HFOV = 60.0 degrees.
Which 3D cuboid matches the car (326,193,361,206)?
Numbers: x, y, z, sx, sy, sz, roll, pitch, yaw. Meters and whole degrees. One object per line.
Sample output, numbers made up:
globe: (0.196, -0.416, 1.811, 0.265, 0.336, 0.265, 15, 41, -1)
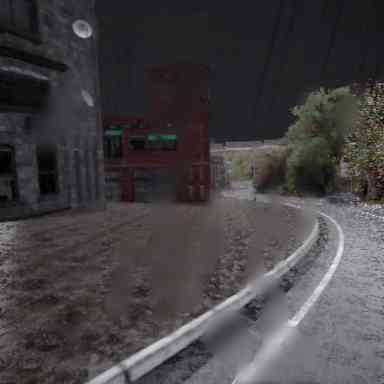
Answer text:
car: (15.890, 0.716, 35.229, 1.895, 1.301, 4.718, -2, 1, 2)
